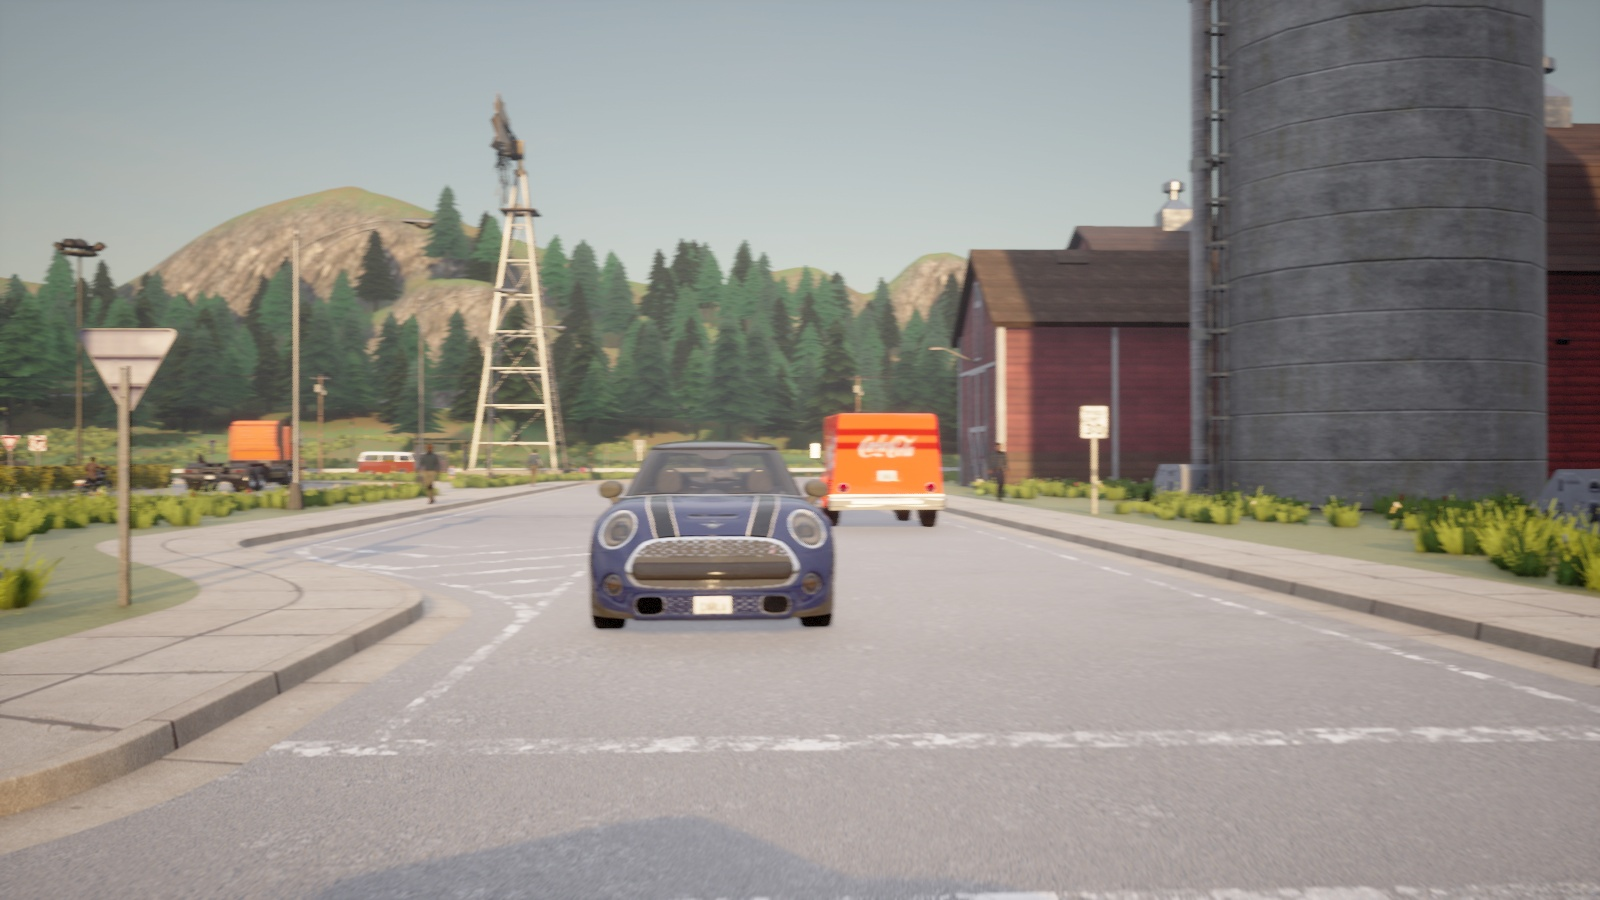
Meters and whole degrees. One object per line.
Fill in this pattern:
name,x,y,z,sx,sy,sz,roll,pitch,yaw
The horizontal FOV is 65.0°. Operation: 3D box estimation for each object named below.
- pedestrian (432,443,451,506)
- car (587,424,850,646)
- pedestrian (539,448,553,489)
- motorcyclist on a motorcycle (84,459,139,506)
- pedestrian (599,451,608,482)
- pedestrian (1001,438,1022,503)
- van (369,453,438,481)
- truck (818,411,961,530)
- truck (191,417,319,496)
pedestrian,-10.478,0.708,36.716,0.370,1.835,0.726,0,0,-4
car,-0.765,0.692,12.342,2.097,1.767,4.553,0,0,-3
pedestrian,-12.022,0.868,59.402,0.423,1.949,0.788,0,0,5
motorcyclist on a motorcycle,-24.976,1.149,45.590,0.766,1.649,2.350,0,-1,-2
pedestrian,-11.646,0.966,74.522,0.353,1.847,0.614,0,0,10
pedestrian,6.468,0.618,38.461,0.423,1.949,0.788,0,0,-6
van,-29.630,1.270,93.967,4.480,2.038,2.069,0,0,-2
truck,1.896,0.439,28.639,2.627,2.467,5.204,0,0,-3
truck,-25.591,0.311,59.395,2.891,3.462,7.936,0,0,-2
